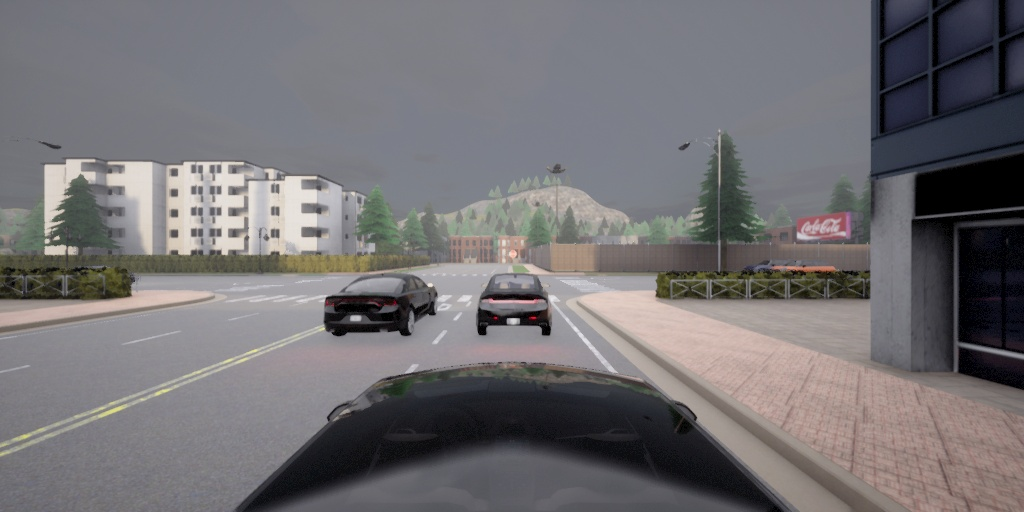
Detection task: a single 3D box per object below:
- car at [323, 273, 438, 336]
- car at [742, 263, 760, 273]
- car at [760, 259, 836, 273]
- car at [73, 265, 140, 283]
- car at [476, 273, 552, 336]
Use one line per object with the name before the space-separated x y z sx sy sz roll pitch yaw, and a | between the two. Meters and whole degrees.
car | -3.458 1.222 10.379 1.882 1.535 5.008 0 0 0
car | 23.280 1.082 32.195 4.553 1.767 2.097 0 0 0
car | 23.039 1.084 28.697 4.553 1.767 2.097 0 0 0
car | -28.816 1.298 25.042 4.181 1.385 1.994 0 0 0
car | 0.092 1.236 10.383 2.128 1.511 4.902 0 0 1
